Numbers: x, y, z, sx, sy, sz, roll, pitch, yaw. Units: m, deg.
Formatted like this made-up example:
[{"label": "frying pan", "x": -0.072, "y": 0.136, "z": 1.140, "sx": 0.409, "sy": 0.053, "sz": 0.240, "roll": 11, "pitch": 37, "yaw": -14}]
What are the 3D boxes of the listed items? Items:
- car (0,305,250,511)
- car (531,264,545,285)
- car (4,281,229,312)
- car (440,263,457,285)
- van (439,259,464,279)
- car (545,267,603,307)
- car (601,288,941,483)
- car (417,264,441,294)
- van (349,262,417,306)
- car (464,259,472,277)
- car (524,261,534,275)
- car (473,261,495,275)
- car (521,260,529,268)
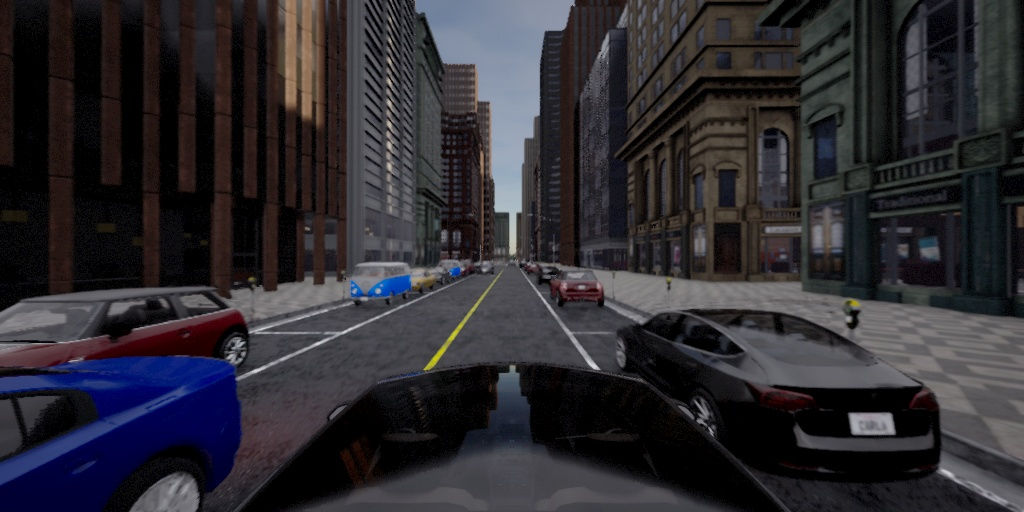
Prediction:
[{"label": "car", "x": -3.101, "y": 1.222, "z": 0.774, "sx": 1.882, "sy": 1.535, "sz": 5.008, "roll": 0, "pitch": 0, "yaw": 0}, {"label": "car", "x": 2.763, "y": 1.467, "z": 27.368, "sx": 1.948, "sy": 1.339, "sz": 4.313, "roll": 0, "pitch": 0, "yaw": 0}, {"label": "car", "x": -5.762, "y": 1.208, "z": 4.816, "sx": 1.967, "sy": 1.591, "sz": 4.097, "roll": 0, "pitch": 0, "yaw": 0}, {"label": "car", "x": -5.763, "y": 1.452, "z": 27.361, "sx": 2.007, "sy": 1.370, "sz": 4.403, "roll": 0, "pitch": 0, "yaw": 0}, {"label": "van", "x": -5.763, "y": 1.277, "z": 32.998, "sx": 1.690, "sy": 1.789, "sz": 3.998, "roll": 0, "pitch": 0, "yaw": 0}, {"label": "car", "x": 2.763, "y": 1.274, "z": 16.096, "sx": 1.967, "sy": 1.591, "sz": 4.097, "roll": 0, "pitch": 0, "yaw": 0}, {"label": "car", "x": 2.763, "y": 1.334, "z": 4.824, "sx": 1.948, "sy": 1.339, "sz": 4.313, "roll": 0, "pitch": 0, "yaw": 0}, {"label": "car", "x": -5.762, "y": 1.393, "z": 21.555, "sx": 1.751, "sy": 1.417, "sz": 4.829, "roll": 0, "pitch": 0, "yaw": 0}, {"label": "van", "x": -5.762, "y": 1.175, "z": 16.089, "sx": 1.690, "sy": 1.789, "sz": 3.998, "roll": 0, "pitch": 0, "yaw": 0}, {"label": "car", "x": -5.763, "y": 1.412, "z": 38.634, "sx": 1.967, "sy": 1.591, "sz": 4.097, "roll": 0, "pitch": 0, "yaw": 0}, {"label": "car", "x": 2.763, "y": 1.589, "z": 44.277, "sx": 1.802, "sy": 1.307, "sz": 4.207, "roll": 0, "pitch": 0, "yaw": 0}, {"label": "car", "x": -3.083, "y": 1.491, "z": 43.086, "sx": 2.128, "sy": 1.511, "sz": 4.902, "roll": 0, "pitch": 0, "yaw": 0}, {"label": "car", "x": 2.763, "y": 1.660, "z": 55.549, "sx": 1.802, "sy": 1.307, "sz": 4.207, "roll": 0, "pitch": 0, "yaw": 0}]
